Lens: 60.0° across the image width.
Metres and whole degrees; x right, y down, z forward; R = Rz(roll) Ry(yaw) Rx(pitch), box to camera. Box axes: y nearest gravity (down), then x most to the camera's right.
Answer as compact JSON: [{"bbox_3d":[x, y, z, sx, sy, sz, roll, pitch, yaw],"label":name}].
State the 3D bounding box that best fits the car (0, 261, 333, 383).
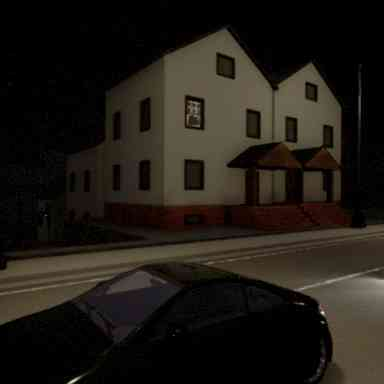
[{"bbox_3d":[-0.294,1.579,3.772,4.181,1.385,1.994,1,0,-35],"label":"car"}]
